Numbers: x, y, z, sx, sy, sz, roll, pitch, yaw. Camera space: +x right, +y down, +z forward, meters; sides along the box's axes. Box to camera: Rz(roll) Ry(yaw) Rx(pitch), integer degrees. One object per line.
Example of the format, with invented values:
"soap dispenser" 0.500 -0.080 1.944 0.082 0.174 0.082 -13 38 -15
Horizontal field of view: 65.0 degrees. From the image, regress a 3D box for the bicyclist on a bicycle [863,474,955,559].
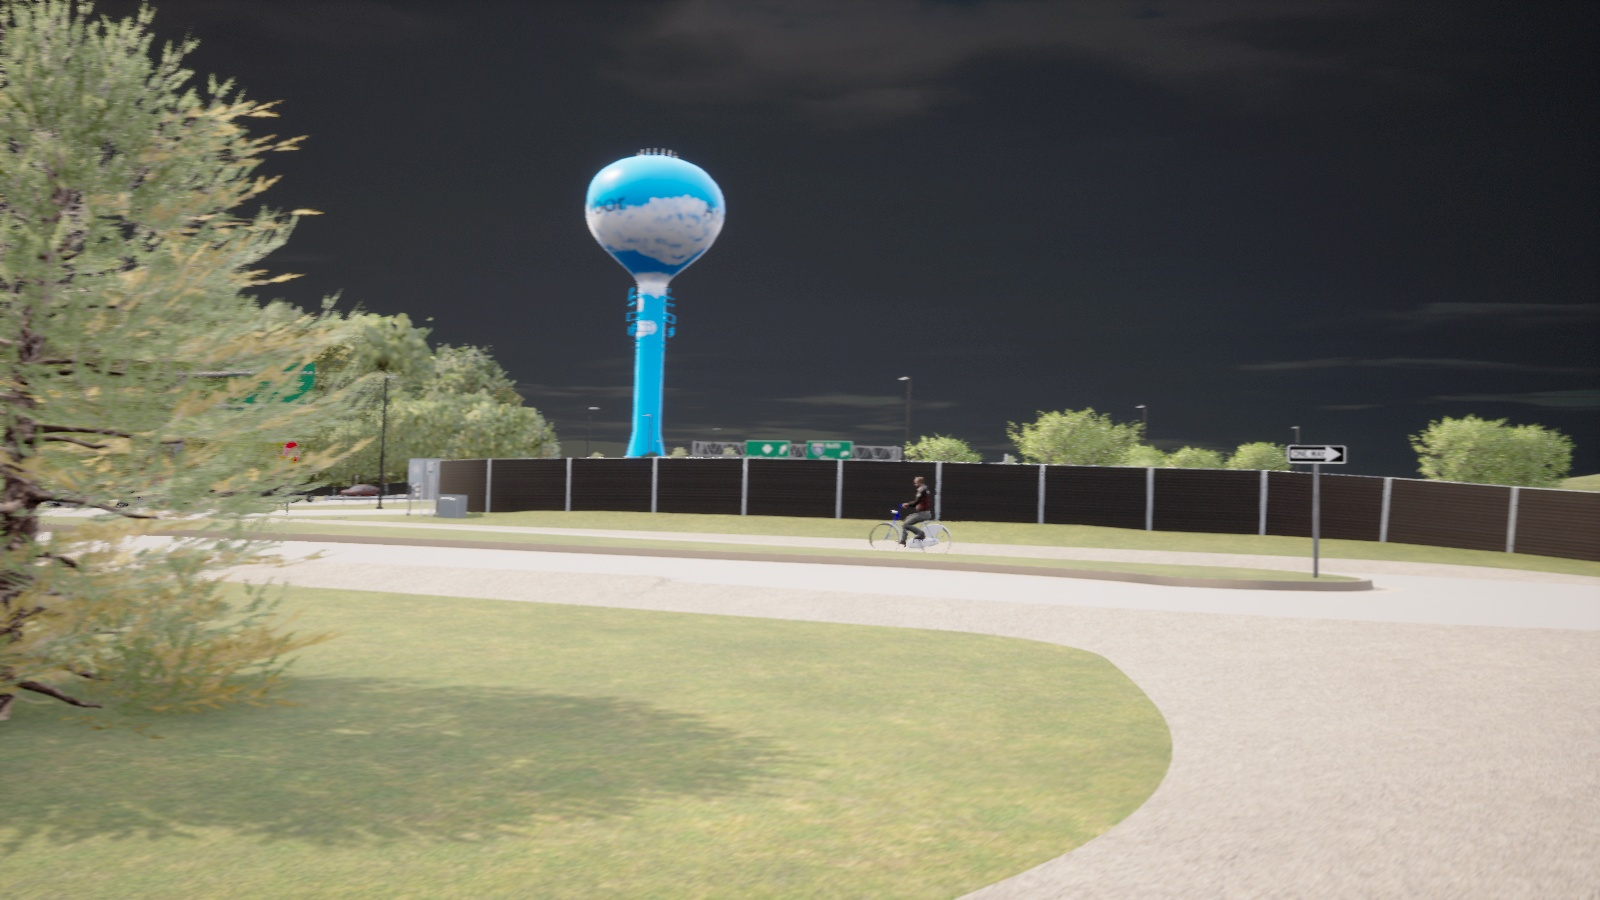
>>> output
"bicyclist on a bicycle" 2.395 1.455 27.553 1.843 1.776 0.659 1 -3 19
